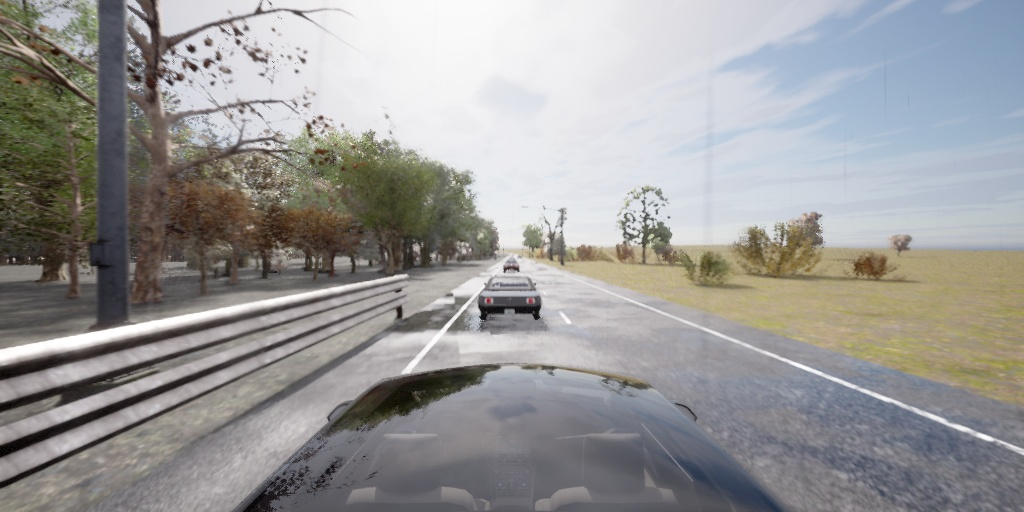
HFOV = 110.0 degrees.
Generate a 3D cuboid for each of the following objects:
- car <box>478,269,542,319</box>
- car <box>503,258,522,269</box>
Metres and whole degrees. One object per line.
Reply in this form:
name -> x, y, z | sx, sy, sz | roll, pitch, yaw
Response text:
car -> -0.063, 1.311, 12.545 | 1.895, 1.301, 4.718 | 0, 0, 0
car -> -0.066, 1.187, 42.512 | 1.895, 1.301, 4.718 | 0, 0, 0
